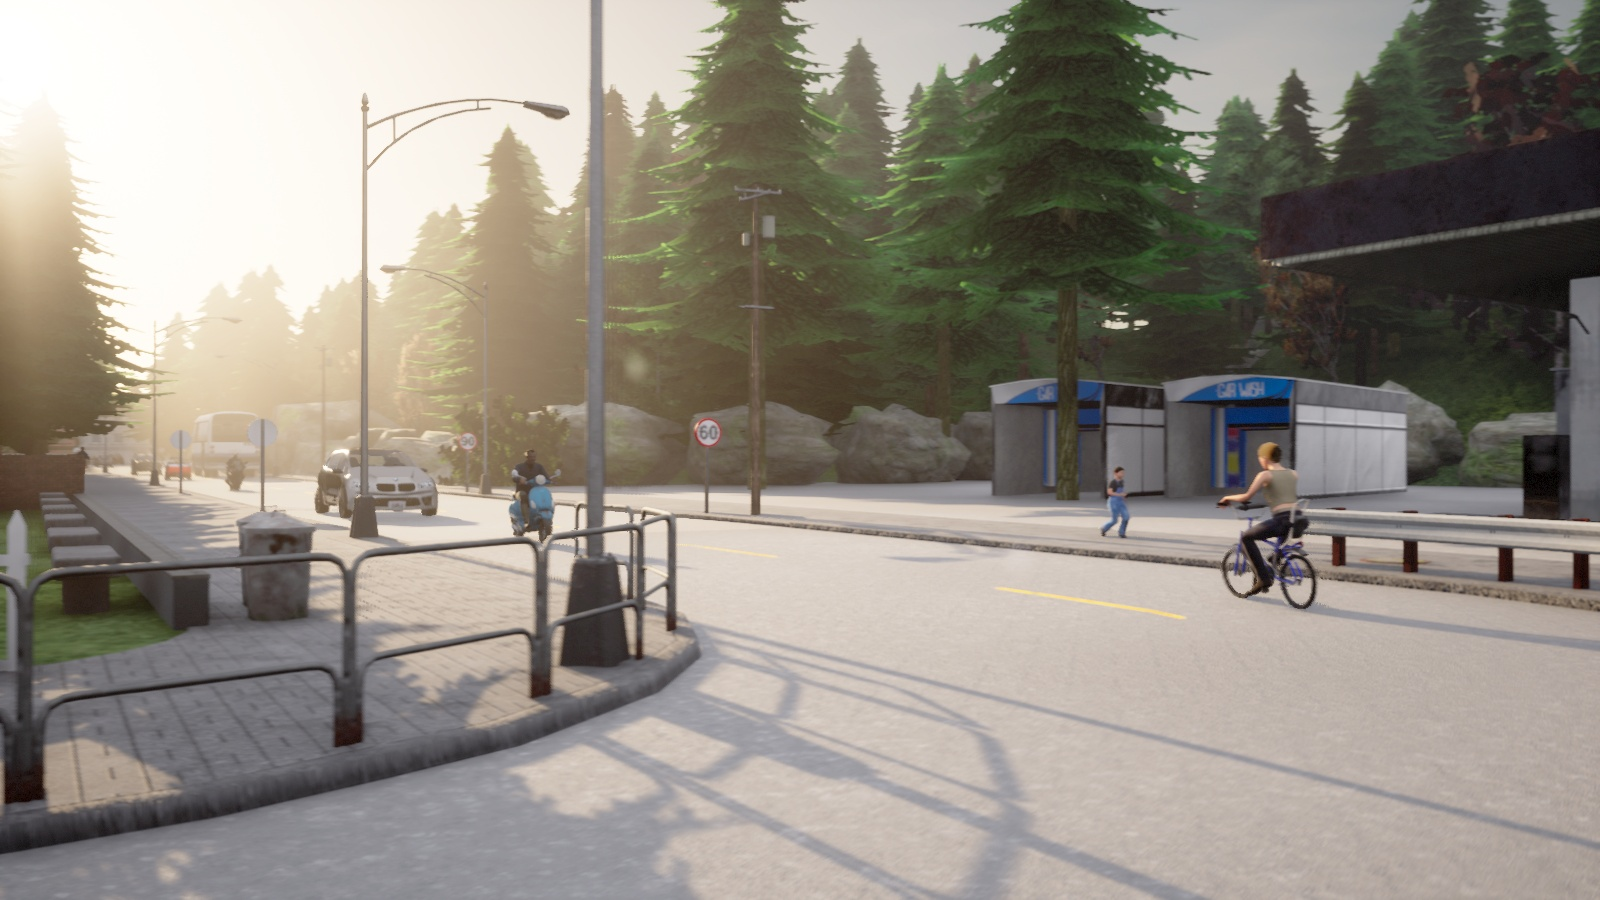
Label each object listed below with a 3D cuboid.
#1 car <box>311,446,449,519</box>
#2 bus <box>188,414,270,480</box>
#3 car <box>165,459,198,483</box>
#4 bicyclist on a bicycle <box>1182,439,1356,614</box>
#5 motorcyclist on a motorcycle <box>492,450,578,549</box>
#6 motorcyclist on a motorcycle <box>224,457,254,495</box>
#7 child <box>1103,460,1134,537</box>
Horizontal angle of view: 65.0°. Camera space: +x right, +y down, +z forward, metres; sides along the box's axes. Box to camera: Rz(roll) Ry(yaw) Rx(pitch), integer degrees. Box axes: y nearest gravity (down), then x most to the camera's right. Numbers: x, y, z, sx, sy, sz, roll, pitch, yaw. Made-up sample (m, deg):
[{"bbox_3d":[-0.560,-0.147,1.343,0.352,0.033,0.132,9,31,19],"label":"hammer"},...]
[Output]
[{"bbox_3d":[-10.420,0.746,30.926,2.242,1.667,4.611,0,0,-31],"label":"car"},{"bbox_3d":[-39.174,-0.159,85.935,3.944,4.253,10.273,0,0,-31],"label":"bus"},{"bbox_3d":[-35.775,1.209,72.632,1.481,1.376,2.207,0,0,-31],"label":"car"},{"bbox_3d":[4.634,0.714,12.531,0.866,1.612,1.509,-2,0,-15],"label":"bicyclist on a bicycle"},{"bbox_3d":[-4.501,0.796,21.210,0.866,1.590,1.817,0,0,-31],"label":"motorcyclist on a motorcycle"},{"bbox_3d":[-23.249,1.064,51.999,0.866,1.530,2.191,0,0,-31],"label":"motorcyclist on a motorcycle"},{"bbox_3d":[5.291,0.795,20.869,0.270,1.263,0.437,0,0,-30],"label":"child"}]
